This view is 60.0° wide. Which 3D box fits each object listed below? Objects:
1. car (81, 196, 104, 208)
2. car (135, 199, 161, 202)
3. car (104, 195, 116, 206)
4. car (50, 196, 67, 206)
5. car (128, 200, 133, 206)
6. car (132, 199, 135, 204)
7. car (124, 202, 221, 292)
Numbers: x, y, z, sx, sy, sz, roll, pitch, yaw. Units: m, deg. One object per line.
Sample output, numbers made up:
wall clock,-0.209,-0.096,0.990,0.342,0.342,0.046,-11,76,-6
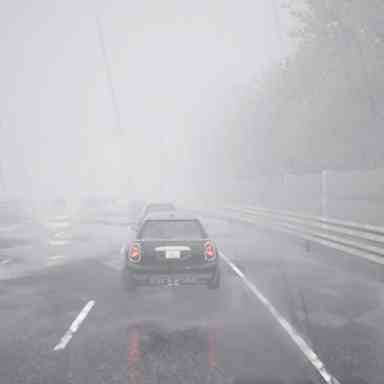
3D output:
car,-13.766,1.358,44.947,2.033,1.411,5.357,0,0,-25
car,-1.749,1.276,17.350,2.097,1.767,4.553,0,0,-10
car,-13.127,1.258,51.512,1.882,1.535,5.008,0,0,-28
car,-19.604,1.289,48.790,2.128,1.511,4.902,0,0,-28
car,-5.225,1.406,32.788,2.033,1.411,5.357,0,0,-16
car,-2.909,1.445,23.615,2.033,1.411,5.357,0,0,-13
car,-0.581,1.312,9.041,2.097,1.767,4.553,0,0,-5
